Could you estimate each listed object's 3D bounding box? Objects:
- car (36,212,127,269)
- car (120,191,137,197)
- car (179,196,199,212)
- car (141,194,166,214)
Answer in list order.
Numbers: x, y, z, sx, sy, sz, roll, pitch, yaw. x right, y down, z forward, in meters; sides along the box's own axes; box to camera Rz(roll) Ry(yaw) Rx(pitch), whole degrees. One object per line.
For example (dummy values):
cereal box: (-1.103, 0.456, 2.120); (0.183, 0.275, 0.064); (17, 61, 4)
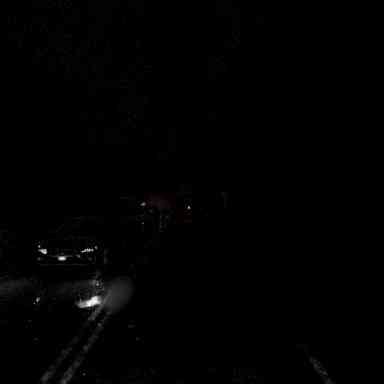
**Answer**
car: (-3.418, 1.469, 11.133); (1.837, 1.490, 4.892); (0, 0, 0)
car: (-14.097, 0.431, 73.565); (1.994, 1.385, 4.181); (0, 0, 26)
car: (-0.318, 1.225, 34.595); (1.837, 1.490, 4.892); (0, 1, 0)
car: (-3.651, 1.106, 32.002); (2.097, 1.767, 4.553); (0, 1, -1)
